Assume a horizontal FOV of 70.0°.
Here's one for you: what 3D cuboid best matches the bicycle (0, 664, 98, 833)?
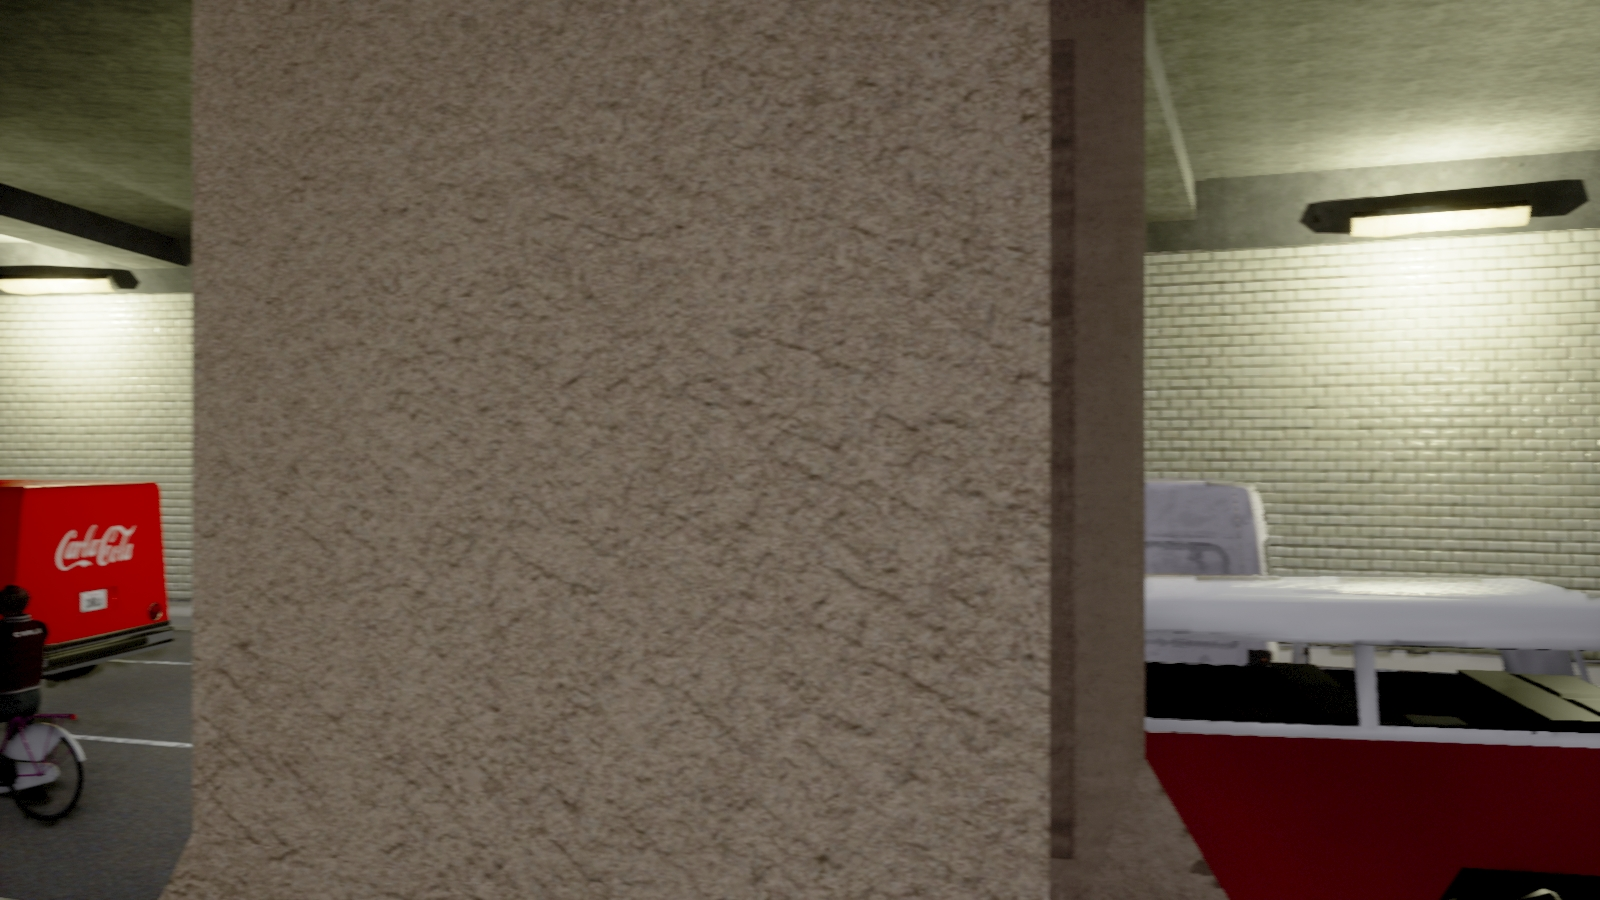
[{"bbox_3d":[-6.250,2.230,8.728,1.835,1.126,0.329,0,0,15],"label":"bicycle"}]

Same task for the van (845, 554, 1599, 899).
[{"bbox_3d":[2.657,1.779,6.847,4.480,2.038,2.069,0,0,12],"label":"van"}]

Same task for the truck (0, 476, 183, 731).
[{"bbox_3d":[-10.323,1.564,13.070,5.204,2.467,2.627,0,0,9],"label":"truck"}]
